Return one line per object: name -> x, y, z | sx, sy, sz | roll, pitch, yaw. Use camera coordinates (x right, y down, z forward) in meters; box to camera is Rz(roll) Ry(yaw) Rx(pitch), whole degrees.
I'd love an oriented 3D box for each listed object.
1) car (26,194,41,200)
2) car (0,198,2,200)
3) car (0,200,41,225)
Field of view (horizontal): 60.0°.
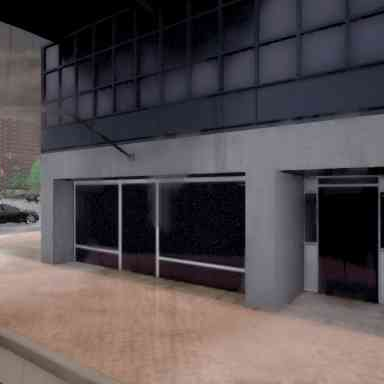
car -> -30.218, 1.153, 64.697 | 4.605, 1.855, 1.932 | 0, 0, 35
car -> -17.866, 1.491, 27.171 | 2.128, 1.511, 4.902 | 0, 0, 36
car -> -12.642, 1.505, 22.115 | 1.837, 1.490, 4.892 | 0, 0, 36
